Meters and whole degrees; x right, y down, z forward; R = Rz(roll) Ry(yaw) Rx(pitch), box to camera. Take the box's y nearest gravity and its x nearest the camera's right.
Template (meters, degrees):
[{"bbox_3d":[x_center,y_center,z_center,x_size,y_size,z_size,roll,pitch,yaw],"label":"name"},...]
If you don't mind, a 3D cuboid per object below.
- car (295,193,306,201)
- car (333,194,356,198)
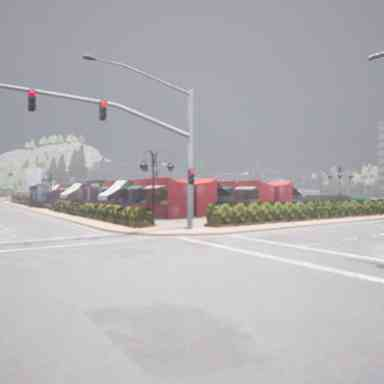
[{"bbox_3d":[25.404,1.423,75.834,1.970,1.475,3.806,0,0,-35],"label":"car"},{"bbox_3d":[24.828,1.192,56.914,1.932,1.855,4.605,0,0,-35],"label":"car"}]
